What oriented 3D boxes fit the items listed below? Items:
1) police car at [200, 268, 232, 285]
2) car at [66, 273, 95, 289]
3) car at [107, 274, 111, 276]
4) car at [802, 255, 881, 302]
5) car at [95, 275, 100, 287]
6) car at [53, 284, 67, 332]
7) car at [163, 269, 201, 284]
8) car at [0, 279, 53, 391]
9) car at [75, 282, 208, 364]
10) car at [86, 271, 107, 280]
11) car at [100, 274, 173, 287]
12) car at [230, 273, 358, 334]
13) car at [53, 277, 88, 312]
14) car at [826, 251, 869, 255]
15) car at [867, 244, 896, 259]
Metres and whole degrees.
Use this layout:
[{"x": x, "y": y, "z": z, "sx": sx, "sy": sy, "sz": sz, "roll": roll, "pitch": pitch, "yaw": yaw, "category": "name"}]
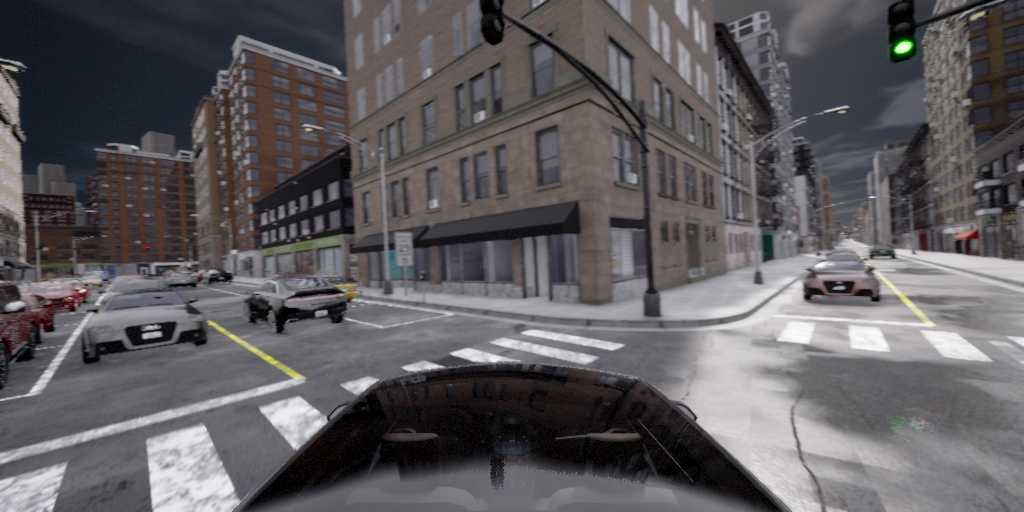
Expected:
[{"x": -30.608, "y": 2.069, "z": 37.203, "sx": 5.238, "sy": 1.638, "sz": 1.930, "roll": -2, "pitch": 1, "yaw": 43, "category": "police car"}, {"x": -26.566, "y": 2.038, "z": 21.307, "sx": 4.097, "sy": 1.591, "sz": 1.967, "roll": 0, "pitch": 0, "yaw": 43, "category": "car"}, {"x": -24.368, "y": 1.975, "z": 23.010, "sx": 5.008, "sy": 1.535, "sz": 1.882, "roll": -2, "pitch": 1, "yaw": 43, "category": "car"}, {"x": 12.259, "y": 0.829, "z": 13.425, "sx": 1.994, "sy": 1.385, "sz": 4.181, "roll": -3, "pitch": 0, "yaw": 43, "category": "car"}, {"x": -30.598, "y": 2.283, "z": 25.018, "sx": 4.403, "sy": 1.370, "sz": 2.007, "roll": 0, "pitch": 0, "yaw": 43, "category": "car"}, {"x": -14.469, "y": 1.752, "z": 10.174, "sx": 4.507, "sy": 1.381, "sz": 1.888, "roll": 0, "pitch": 0, "yaw": 43, "category": "car"}, {"x": -30.246, "y": 2.227, "z": 32.702, "sx": 4.181, "sy": 1.385, "sz": 1.994, "roll": -2, "pitch": 1, "yaw": 43, "category": "car"}, {"x": -10.436, "y": 1.396, "z": 6.464, "sx": 5.009, "sy": 1.841, "sz": 2.192, "roll": 0, "pitch": 0, "yaw": 43, "category": "car"}, {"x": -9.271, "y": 1.577, "z": 9.103, "sx": 4.181, "sy": 1.385, "sz": 1.994, "roll": -2, "pitch": 1, "yaw": 42, "category": "car"}, {"x": -46.601, "y": 2.814, "z": 39.747, "sx": 4.829, "sy": 1.417, "sz": 1.751, "roll": 0, "pitch": 0, "yaw": 43, "category": "car"}, {"x": -16.794, "y": 1.755, "z": 16.029, "sx": 4.892, "sy": 1.490, "sz": 1.837, "roll": -2, "pitch": 1, "yaw": 43, "category": "car"}, {"x": -6.965, "y": 1.395, "z": 11.366, "sx": 4.902, "sy": 1.511, "sz": 2.128, "roll": -2, "pitch": 1, "yaw": 42, "category": "car"}, {"x": -22.534, "y": 2.011, "z": 17.596, "sx": 4.507, "sy": 1.381, "sz": 1.888, "roll": 0, "pitch": 0, "yaw": 43, "category": "car"}, {"x": 19.050, "y": 0.503, "z": 20.695, "sx": 1.837, "sy": 1.490, "sz": 4.892, "roll": -3, "pitch": 0, "yaw": 43, "category": "car"}, {"x": 42.246, "y": -0.586, "z": 41.017, "sx": 2.097, "sy": 1.767, "sz": 4.553, "roll": -3, "pitch": 0, "yaw": 43, "category": "car"}]
